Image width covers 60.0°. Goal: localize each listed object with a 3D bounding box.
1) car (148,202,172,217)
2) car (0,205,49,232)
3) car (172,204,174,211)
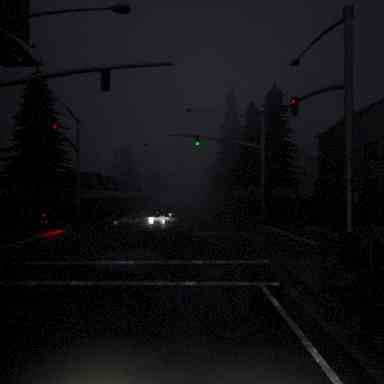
[{"bbox_3d":[-3.571,1.994,36.457,1.994,1.385,4.181,0,-1,0],"label":"car"},{"bbox_3d":[-11.123,1.551,19.858,4.902,1.511,2.128,1,-1,-1],"label":"car"},{"bbox_3d":[-3.548,2.099,46.832,2.033,1.411,5.357,0,-1,0],"label":"car"}]
